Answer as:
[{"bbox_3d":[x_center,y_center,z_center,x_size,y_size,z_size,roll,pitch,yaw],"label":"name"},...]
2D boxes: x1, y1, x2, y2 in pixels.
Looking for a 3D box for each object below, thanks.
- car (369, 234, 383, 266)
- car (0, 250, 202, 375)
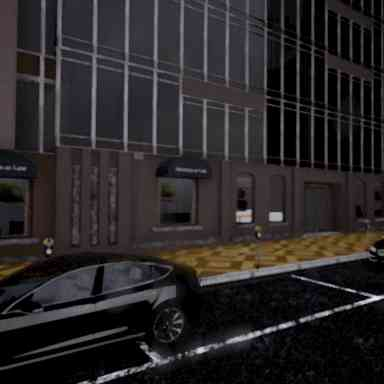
[{"bbox_3d":[7.742,1.761,11.162,4.403,1.369,2.008,1,-1,-33],"label":"car"},{"bbox_3d":[-1.853,1.646,5.047,4.313,1.339,1.947,1,-1,-33],"label":"car"}]
